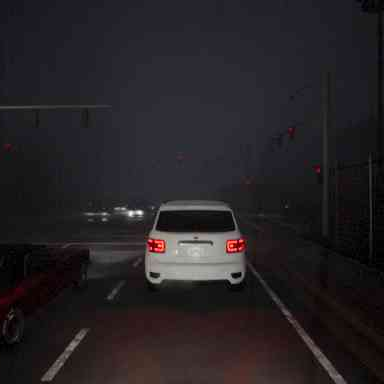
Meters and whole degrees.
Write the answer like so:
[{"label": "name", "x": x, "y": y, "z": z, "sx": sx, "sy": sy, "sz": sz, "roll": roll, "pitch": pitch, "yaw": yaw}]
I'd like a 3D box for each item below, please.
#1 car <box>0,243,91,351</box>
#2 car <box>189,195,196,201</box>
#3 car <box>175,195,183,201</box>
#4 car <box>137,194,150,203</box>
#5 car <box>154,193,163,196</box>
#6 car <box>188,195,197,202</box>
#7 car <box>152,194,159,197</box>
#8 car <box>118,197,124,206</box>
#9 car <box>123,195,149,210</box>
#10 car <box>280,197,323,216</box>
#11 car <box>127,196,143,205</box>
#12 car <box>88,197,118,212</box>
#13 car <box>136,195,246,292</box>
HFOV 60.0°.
[{"label": "car", "x": -3.433, "y": 1.601, "z": 6.147, "sx": 1.895, "sy": 1.301, "sz": 4.718, "roll": 0, "pitch": 0, "yaw": 1}, {"label": "car", "x": 0.136, "y": 1.521, "z": 86.128, "sx": 1.812, "sy": 1.442, "sz": 4.674, "roll": 0, "pitch": 0, "yaw": 0}, {"label": "car", "x": -3.364, "y": 1.537, "z": 86.011, "sx": 2.033, "sy": 1.411, "sz": 5.357, "roll": 0, "pitch": 0, "yaw": 0}, {"label": "car", "x": -10.386, "y": 1.352, "z": 71.909, "sx": 2.097, "sy": 1.767, "sz": 4.553, "roll": 0, "pitch": 0, "yaw": 0}, {"label": "car", "x": -6.900, "y": 1.220, "z": 67.834, "sx": 2.150, "sy": 2.045, "sz": 5.566, "roll": 0, "pitch": 0, "yaw": 0}, {"label": "car", "x": 0.125, "y": 1.521, "z": 75.725, "sx": 2.128, "sy": 1.511, "sz": 4.902, "roll": 0, "pitch": 0, "yaw": 0}, {"label": "car", "x": -7.002, "y": 1.524, "z": 54.361, "sx": 1.812, "sy": 1.442, "sz": 4.674, "roll": 0, "pitch": 0, "yaw": 0}, {"label": "car", "x": -10.513, "y": 1.491, "z": 50.630, "sx": 2.128, "sy": 1.511, "sz": 4.902, "roll": 0, "pitch": 0, "yaw": 0}, {"label": "car", "x": -7.029, "y": 1.490, "z": 43.072, "sx": 2.128, "sy": 1.511, "sz": 4.902, "roll": 0, "pitch": 0, "yaw": 0}, {"label": "car", "x": 11.002, "y": 1.406, "z": 32.657, "sx": 4.553, "sy": 1.767, "sz": 2.097, "roll": 0, "pitch": 0, "yaw": 0}, {"label": "car", "x": -10.463, "y": 1.490, "z": 61.596, "sx": 2.128, "sy": 1.511, "sz": 4.902, "roll": 0, "pitch": 0, "yaw": 0}, {"label": "car", "x": -10.538, "y": 1.364, "z": 38.685, "sx": 2.097, "sy": 1.767, "sz": 4.553, "roll": 0, "pitch": 1, "yaw": 0}, {"label": "car", "x": 0.087, "y": 1.221, "z": 9.072, "sx": 2.150, "sy": 2.045, "sz": 5.566, "roll": 0, "pitch": 0, "yaw": 0}]
